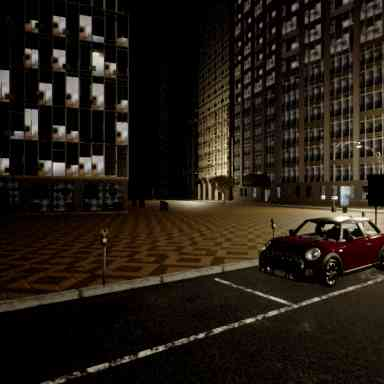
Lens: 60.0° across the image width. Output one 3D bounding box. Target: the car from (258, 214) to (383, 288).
[{"bbox_3d":[3.732,1.442,9.230,4.097,1.590,1.967,0,0,-36],"label":"car"}]
